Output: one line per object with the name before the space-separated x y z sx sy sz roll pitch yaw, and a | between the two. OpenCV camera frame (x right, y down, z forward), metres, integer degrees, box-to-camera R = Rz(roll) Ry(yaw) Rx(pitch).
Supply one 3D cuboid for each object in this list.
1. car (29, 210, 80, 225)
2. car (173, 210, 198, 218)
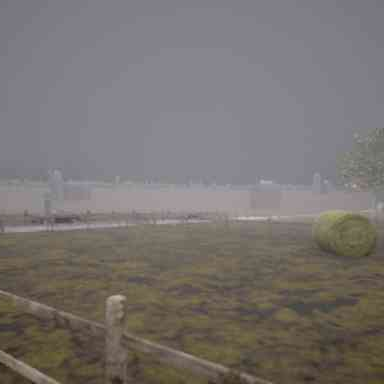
car | -13.622 2.524 33.258 1.882 1.535 5.008 0 -2 35
car | -0.933 3.503 51.520 2.128 1.511 4.902 0 -3 35
